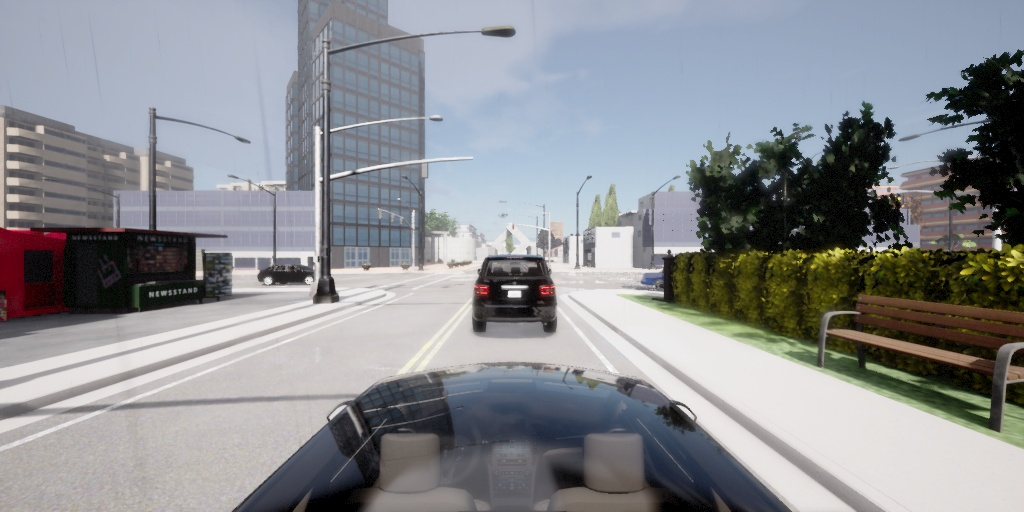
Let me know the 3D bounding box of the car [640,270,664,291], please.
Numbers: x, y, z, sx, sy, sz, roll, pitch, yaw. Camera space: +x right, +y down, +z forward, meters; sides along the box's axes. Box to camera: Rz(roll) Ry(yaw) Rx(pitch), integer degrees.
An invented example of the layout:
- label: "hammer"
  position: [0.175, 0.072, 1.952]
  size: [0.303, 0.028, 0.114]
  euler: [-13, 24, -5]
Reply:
- label: "car"
  position: [10.012, 1.291, 19.998]
  size: [5.357, 1.411, 2.033]
  euler: [0, 0, 42]

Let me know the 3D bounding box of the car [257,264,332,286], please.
- label: "car"
  position: [-15.716, 1.353, 26.066]
  size: [4.892, 1.490, 1.837]
  euler: [-1, 0, 0]

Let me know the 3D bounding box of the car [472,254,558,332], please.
- label: "car"
  position: [0.080, 0.971, 10.953]
  size: [2.150, 2.045, 5.566]
  euler: [0, 0, 0]
